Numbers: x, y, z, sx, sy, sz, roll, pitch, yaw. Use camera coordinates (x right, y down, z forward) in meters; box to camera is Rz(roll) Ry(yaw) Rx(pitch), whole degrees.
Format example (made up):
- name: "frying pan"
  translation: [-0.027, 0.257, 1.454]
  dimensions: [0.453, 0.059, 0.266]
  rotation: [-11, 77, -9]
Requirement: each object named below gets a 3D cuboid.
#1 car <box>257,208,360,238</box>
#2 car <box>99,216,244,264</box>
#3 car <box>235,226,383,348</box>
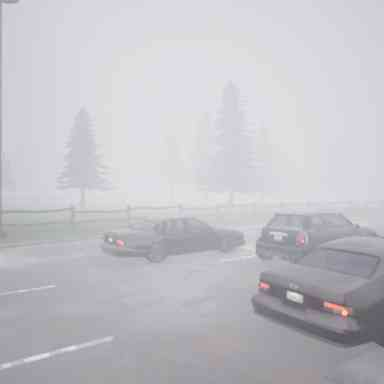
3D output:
- name: "car"
  translation: [4.294, 1.394, 11.111]
  dimensions: [4.553, 1.767, 2.097]
  rotation: [0, 0, -35]
- name: "car"
  translation: [-0.524, 1.575, 11.975]
  dimensions: [5.357, 1.411, 2.033]
  rotation: [0, 0, -35]
- name: "car"
  translation: [3.529, 1.575, 6.268]
  dimensions: [5.357, 1.411, 2.033]
  rotation: [0, 0, -35]
